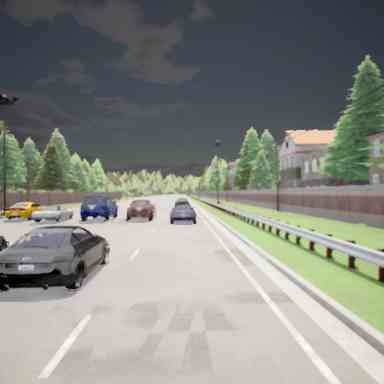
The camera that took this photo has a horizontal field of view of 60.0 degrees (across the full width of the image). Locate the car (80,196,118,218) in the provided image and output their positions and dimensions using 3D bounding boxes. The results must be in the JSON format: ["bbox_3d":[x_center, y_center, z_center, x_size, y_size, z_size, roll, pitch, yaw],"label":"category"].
[{"bbox_3d":[-7.769,1.340,28.219,2.150,2.045,5.566,-1,0,-2],"label":"car"}]

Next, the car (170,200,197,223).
[{"bbox_3d":[-0.690,1.606,25.921,1.994,1.385,4.181,-1,0,-2],"label":"car"}]

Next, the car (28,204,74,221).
[{"bbox_3d":[-11.235,1.754,27.267,1.895,1.301,4.718,-1,0,-2],"label":"car"}]

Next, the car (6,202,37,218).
[{"bbox_3d":[-14.830,1.672,30.189,1.882,1.535,5.008,-1,0,-2],"label":"car"}]

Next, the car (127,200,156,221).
[{"bbox_3d":[-4.279,1.435,28.613,2.097,1.767,4.553,-1,0,-2],"label":"car"}]

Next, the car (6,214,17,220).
[{"bbox_3d":[-7.179,1.613,9.559,1.812,1.442,4.674,-1,0,-2],"label":"car"}]

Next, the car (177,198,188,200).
[{"bbox_3d":[-1.232,1.576,42.826,1.837,1.490,4.892,-1,0,-2],"label":"car"}]

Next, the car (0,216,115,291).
[{"bbox_3d":[-3.653,1.614,9.216,1.994,1.385,4.181,-1,0,-2],"label":"car"}]
